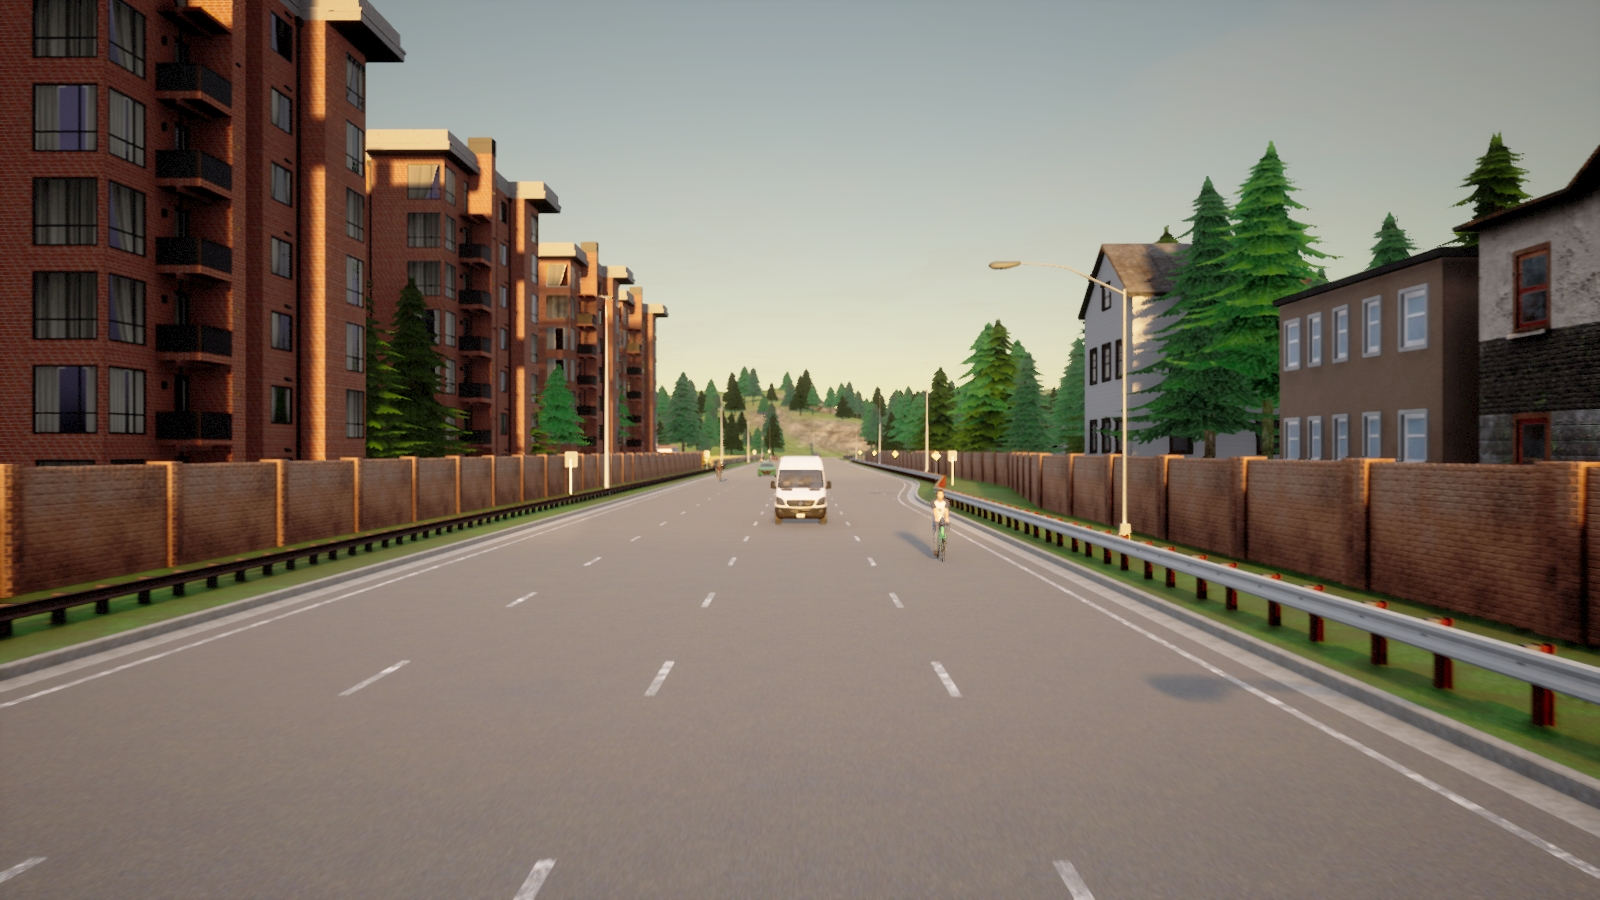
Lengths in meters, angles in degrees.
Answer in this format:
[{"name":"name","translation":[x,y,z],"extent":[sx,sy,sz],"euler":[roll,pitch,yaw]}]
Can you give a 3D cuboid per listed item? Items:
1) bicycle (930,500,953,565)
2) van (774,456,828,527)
[{"name":"bicycle","translation":[3.550,2.049,28.772],"extent":[0.373,1.496,1.643],"euler":[0,0,0]},{"name":"van","translation":[0.056,1.523,44.706],"extent":[1.988,2.561,5.915],"euler":[0,0,1]}]
